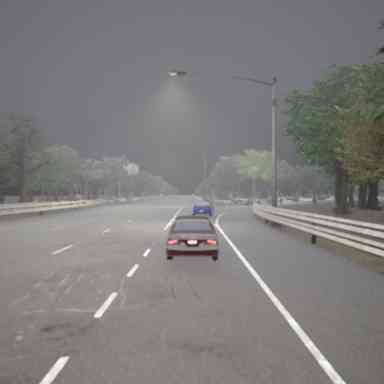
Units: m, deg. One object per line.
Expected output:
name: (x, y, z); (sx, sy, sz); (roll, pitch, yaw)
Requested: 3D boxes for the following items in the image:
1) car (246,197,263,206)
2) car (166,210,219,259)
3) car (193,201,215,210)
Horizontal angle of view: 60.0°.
car: (12.159, 1.743, 64.282); (2.097, 1.767, 4.553); (0, 0, 31)
car: (0.016, 1.629, 12.864); (2.033, 1.411, 5.357); (0, 0, 0)
car: (1.321, 1.715, 34.757); (1.882, 1.535, 5.008); (0, -1, 10)
